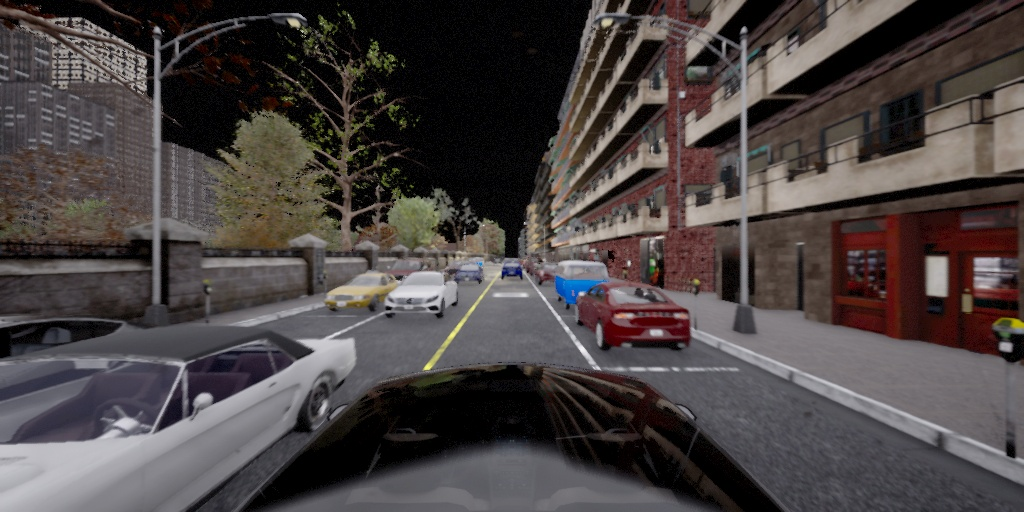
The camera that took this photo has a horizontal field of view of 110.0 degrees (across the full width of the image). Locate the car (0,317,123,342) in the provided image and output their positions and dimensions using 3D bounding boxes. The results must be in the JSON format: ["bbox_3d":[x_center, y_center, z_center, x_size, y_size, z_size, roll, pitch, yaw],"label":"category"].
[{"bbox_3d":[-5.689,1.316,3.290,1.948,1.339,4.313,0,0,0],"label":"car"}]

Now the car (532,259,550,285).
[{"bbox_3d":[2.694,1.201,25.810,1.967,1.591,4.097,0,0,0],"label":"car"}]

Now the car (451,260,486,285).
[{"bbox_3d":[-3.079,1.287,26.828,1.812,1.442,4.674,0,0,0],"label":"car"}]

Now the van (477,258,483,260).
[{"bbox_3d":[-5.683,1.133,53.961,1.690,1.789,3.998,0,0,0],"label":"van"}]

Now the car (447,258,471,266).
[{"bbox_3d":[-5.685,1.211,37.072,1.967,1.591,4.097,0,0,0],"label":"car"}]

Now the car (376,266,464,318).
[{"bbox_3d":[-3.094,1.279,13.137,1.812,1.442,4.674,0,0,0],"label":"car"}]

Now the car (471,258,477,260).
[{"bbox_3d":[-5.683,1.217,42.701,1.967,1.591,4.097,0,0,0],"label":"car"}]

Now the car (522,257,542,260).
[{"bbox_3d":[2.697,1.092,42.699,2.192,1.841,5.009,0,0,0],"label":"car"}]

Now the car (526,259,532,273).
[{"bbox_3d":[2.696,1.316,37.069,1.888,1.381,4.507,0,0,0],"label":"car"}]

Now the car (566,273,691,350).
[{"bbox_3d":[2.692,1.297,8.919,1.888,1.381,4.507,0,0,0],"label":"car"}]

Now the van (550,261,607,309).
[{"bbox_3d":[2.693,1.094,14.549,1.690,1.789,3.998,0,0,0],"label":"van"}]

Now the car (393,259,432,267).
[{"bbox_3d":[-5.687,1.071,20.181,2.192,1.841,5.009,0,0,0],"label":"car"}]

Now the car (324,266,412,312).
[{"bbox_3d":[-5.687,1.279,14.381,1.751,1.417,4.829,0,0,0],"label":"car"}]

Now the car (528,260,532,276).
[{"bbox_3d":[2.695,1.316,31.440,2.007,1.370,4.403,0,0,0],"label":"car"}]

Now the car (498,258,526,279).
[{"bbox_3d":[0.010,1.244,32.308,1.882,1.535,5.008,0,0,0],"label":"car"}]

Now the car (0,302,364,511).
[{"bbox_3d":[-3.100,1.351,2.776,1.895,1.301,4.718,0,0,0],"label":"car"}]
